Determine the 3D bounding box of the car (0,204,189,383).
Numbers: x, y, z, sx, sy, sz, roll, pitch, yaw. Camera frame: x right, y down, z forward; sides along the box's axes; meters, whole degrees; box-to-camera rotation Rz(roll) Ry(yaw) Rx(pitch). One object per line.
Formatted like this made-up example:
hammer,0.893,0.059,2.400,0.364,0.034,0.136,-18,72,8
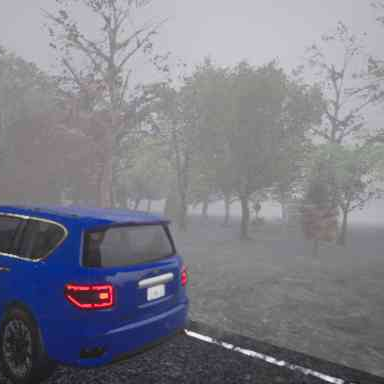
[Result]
car,-2.627,1.217,5.612,5.566,2.045,2.150,3,-1,35
